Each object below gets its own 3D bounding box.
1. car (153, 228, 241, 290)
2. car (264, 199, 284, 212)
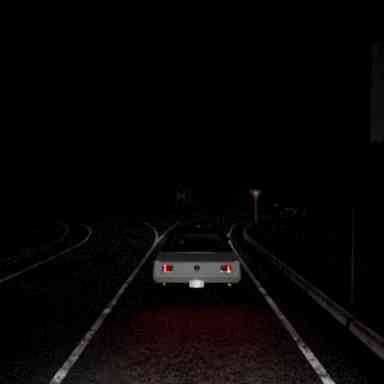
[{"bbox_3d":[0.140,1.637,9.172,1.895,1.301,4.718,0,0,1],"label":"car"},{"bbox_3d":[9.562,1.507,38.852,2.033,1.411,5.357,0,0,9],"label":"car"}]
